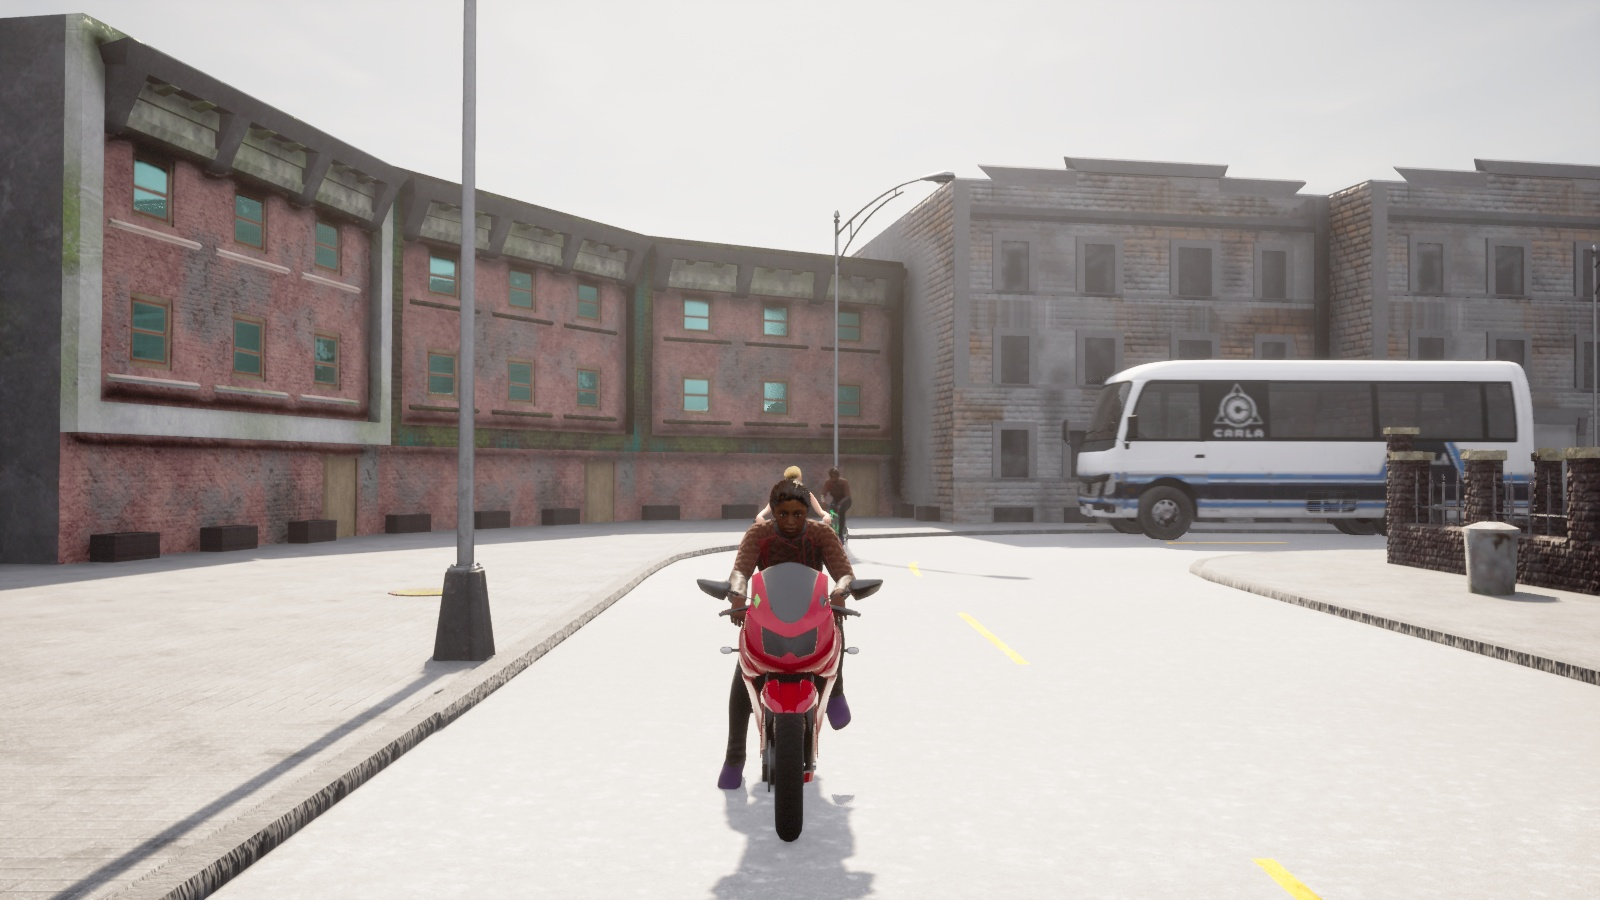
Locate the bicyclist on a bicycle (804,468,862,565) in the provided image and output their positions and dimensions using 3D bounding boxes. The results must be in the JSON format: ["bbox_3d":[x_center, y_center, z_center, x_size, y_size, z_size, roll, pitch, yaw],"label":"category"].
[{"bbox_3d":[0.602,1.138,22.123,0.582,1.620,1.656,1,0,17],"label":"bicyclist on a bicycle"}]

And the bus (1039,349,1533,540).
[{"bbox_3d":[11.283,-0.101,30.153,10.273,4.253,3.944,0,-1,-1],"label":"bus"}]

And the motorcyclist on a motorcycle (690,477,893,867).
[{"bbox_3d":[-0.041,0.897,5.981,0.797,1.523,2.044,0,-1,0],"label":"motorcyclist on a motorcycle"}]
